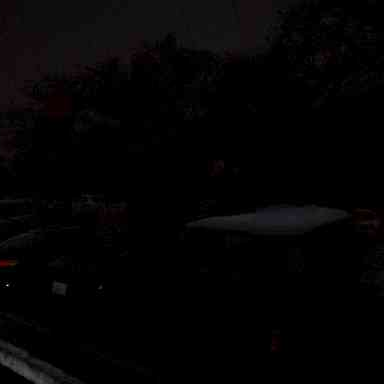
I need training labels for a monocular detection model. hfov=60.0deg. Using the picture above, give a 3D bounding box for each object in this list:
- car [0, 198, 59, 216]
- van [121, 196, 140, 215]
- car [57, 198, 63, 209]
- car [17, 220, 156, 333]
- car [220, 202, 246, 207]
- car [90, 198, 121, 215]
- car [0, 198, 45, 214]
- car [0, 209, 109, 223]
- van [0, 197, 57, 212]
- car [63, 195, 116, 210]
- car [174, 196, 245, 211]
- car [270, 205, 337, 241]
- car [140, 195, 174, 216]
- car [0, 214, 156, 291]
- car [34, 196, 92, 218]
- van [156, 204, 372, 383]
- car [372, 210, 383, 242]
[{"bbox_3d":[-16.578,1.435,34.000,1.946,1.575,5.366,0,0,35],"label":"car"},{"bbox_3d":[-2.785,1.276,24.661,1.878,1.987,4.442,0,0,35],"label":"van"},{"bbox_3d":[-9.678,1.499,29.335,2.163,1.488,4.792,0,0,35],"label":"car"},{"bbox_3d":[-0.727,1.550,7.111,2.163,1.488,4.792,0,0,35],"label":"car"},{"bbox_3d":[3.974,1.551,19.796,2.163,1.488,4.792,0,0,35],"label":"car"},{"bbox_3d":[-5.015,1.488,26.315,1.946,1.575,5.366,0,0,35],"label":"car"},{"bbox_3d":[-18.739,1.428,35.754,2.231,1.521,4.892,0,0,35],"label":"car"},{"bbox_3d":[-5.328,1.518,10.322,2.231,1.521,4.892,0,0,35],"label":"car"},{"bbox_3d":[-7.561,1.287,12.028,1.878,1.987,4.442,0,0,35],"label":"van"},{"bbox_3d":[-7.374,1.229,27.784,2.435,2.045,5.566,0,0,35],"label":"car"},{"bbox_3d":[1.673,1.266,21.346,2.435,2.045,5.566,0,0,35],"label":"car"},{"bbox_3d":[6.217,1.553,18.147,2.163,1.488,4.792,0,0,35],"label":"car"},{"bbox_3d":[-0.565,1.261,22.991,2.435,2.045,5.566,0,0,35],"label":"car"},{"bbox_3d":[-3.041,1.561,8.701,2.002,1.452,4.674,0,0,35],"label":"car"},{"bbox_3d":[-11.914,1.333,30.982,2.185,1.767,4.553,0,0,35],"label":"car"},{"bbox_3d":[1.615,1.289,5.570,1.878,1.987,4.442,0,0,35],"label":"van"},{"bbox_3d":[8.607,1.514,16.727,1.946,1.575,5.366,0,0,35],"label":"car"}]
